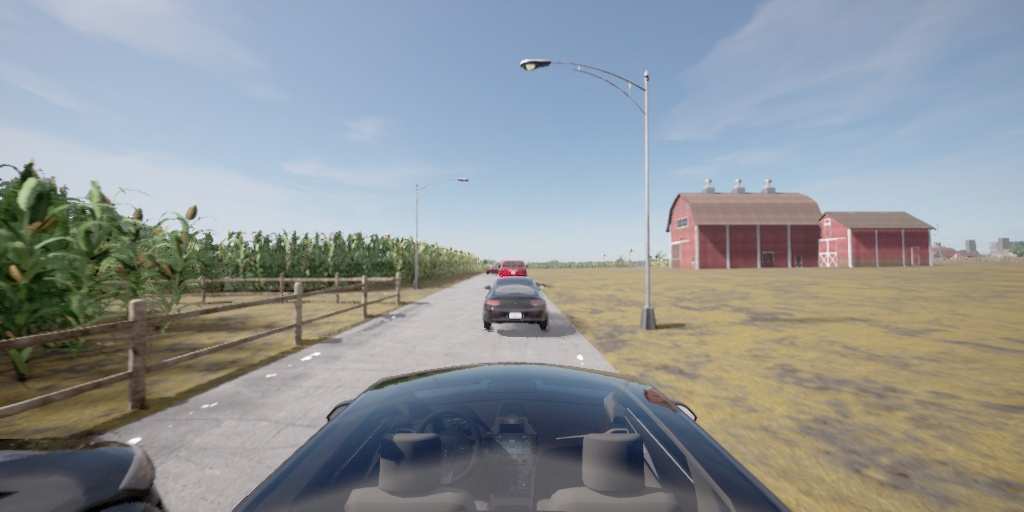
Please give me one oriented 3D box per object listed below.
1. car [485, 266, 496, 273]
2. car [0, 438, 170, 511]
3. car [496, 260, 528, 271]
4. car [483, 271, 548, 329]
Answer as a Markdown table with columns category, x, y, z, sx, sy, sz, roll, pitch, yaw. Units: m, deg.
| category | x | y | z | sx | sy | sz | roll | pitch | yaw |
| --- | --- | --- | --- | --- | --- | --- | --- | --- | --- |
| car | -2.801 | 2.116 | 52.292 | 1.895 | 1.301 | 4.718 | 0 | -1 | 1 |
| car | -2.848 | 1.295 | 0.204 | 1.994 | 1.385 | 4.181 | 0 | -1 | 0 |
| car | 0.092 | 1.313 | 28.345 | 2.150 | 2.045 | 5.566 | 0 | 0 | 0 |
| car | 0.089 | 1.399 | 11.588 | 1.812 | 1.442 | 4.674 | 0 | -1 | 0 |
